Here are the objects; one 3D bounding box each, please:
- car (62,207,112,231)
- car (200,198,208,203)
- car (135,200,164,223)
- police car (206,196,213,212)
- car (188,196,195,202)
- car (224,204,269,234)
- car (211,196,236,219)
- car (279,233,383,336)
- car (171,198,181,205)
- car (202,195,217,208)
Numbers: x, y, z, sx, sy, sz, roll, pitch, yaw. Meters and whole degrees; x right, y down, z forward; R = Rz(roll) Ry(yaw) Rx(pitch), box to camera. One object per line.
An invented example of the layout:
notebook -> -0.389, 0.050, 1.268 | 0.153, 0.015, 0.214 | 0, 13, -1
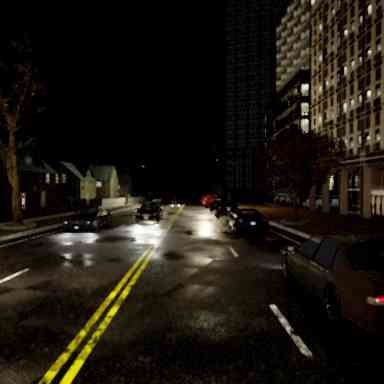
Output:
car -> -6.630, 1.671, 21.715 | 2.033, 1.411, 5.357 | 0, 0, 0
car -> 3.130, 2.165, 86.274 | 1.895, 1.301, 4.718 | 0, 0, 0
car -> -3.385, 1.646, 26.989 | 2.128, 1.511, 4.902 | 0, 0, 0
police car -> 3.191, 1.673, 42.340 | 1.930, 1.638, 5.238 | 0, 0, 0
car -> -0.132, 2.131, 95.346 | 1.994, 1.385, 4.181 | 0, 0, 0
car -> 3.321, 1.677, 20.102 | 1.994, 1.385, 4.181 | 0, 0, 0
car -> 3.207, 1.532, 31.197 | 2.097, 1.767, 4.553 | 0, 0, 0
car -> 3.328, 1.584, 7.070 | 2.033, 1.411, 5.357 | 0, 0, 1
car -> -3.346, 1.977, 69.132 | 1.994, 1.385, 4.181 | 0, 0, 0
car -> 3.176, 1.542, 53.266 | 2.150, 2.045, 5.566 | 0, 0, 0
